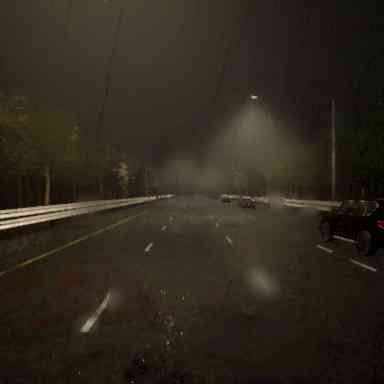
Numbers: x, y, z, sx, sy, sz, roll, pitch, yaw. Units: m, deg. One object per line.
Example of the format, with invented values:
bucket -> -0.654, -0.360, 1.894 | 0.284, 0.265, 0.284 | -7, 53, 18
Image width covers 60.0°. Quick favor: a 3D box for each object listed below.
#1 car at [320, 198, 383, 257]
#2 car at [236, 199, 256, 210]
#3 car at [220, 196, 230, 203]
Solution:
car -> 6.997, 1.223, 13.061 | 2.150, 2.045, 5.566 | 0, 0, 0
car -> 6.987, 1.557, 43.360 | 2.033, 1.411, 5.357 | 0, 0, 0
car -> 7.033, 1.581, 70.484 | 2.033, 1.411, 5.357 | 0, 0, 0
